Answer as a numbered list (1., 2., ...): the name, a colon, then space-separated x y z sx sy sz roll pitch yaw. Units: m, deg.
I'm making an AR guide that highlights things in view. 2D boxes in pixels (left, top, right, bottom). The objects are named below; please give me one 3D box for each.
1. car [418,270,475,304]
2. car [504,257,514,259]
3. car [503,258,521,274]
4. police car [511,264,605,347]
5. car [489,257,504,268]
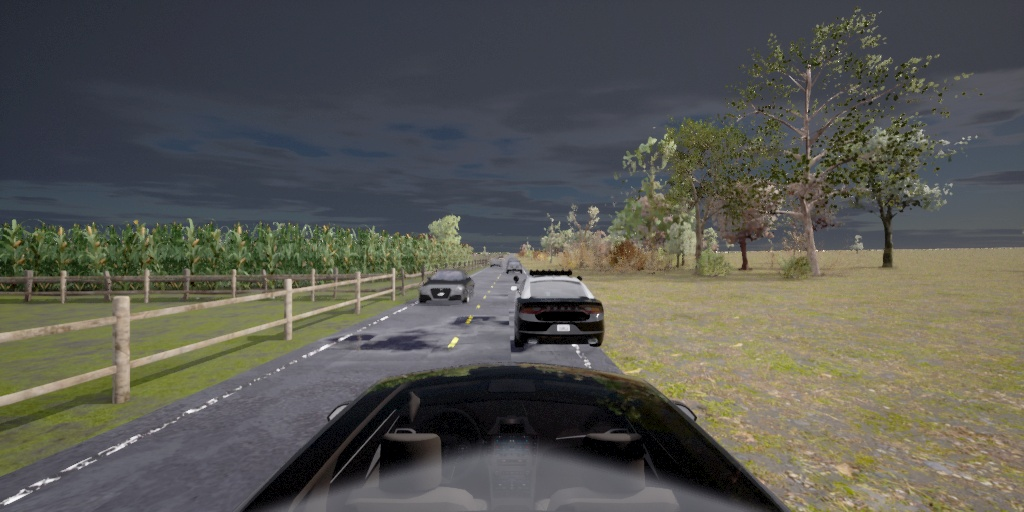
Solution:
1. car: -2.785 1.312 16.062 1.994 1.385 4.181 0 0 0
2. car: 0.235 1.066 53.636 2.097 1.767 4.553 0 0 1
3. car: 0.271 1.278 41.794 2.033 1.411 5.357 0 0 0
4. police car: 0.998 1.175 9.454 1.930 1.638 5.238 0 0 0
5. car: -2.590 1.211 58.116 1.837 1.490 4.892 0 0 0
